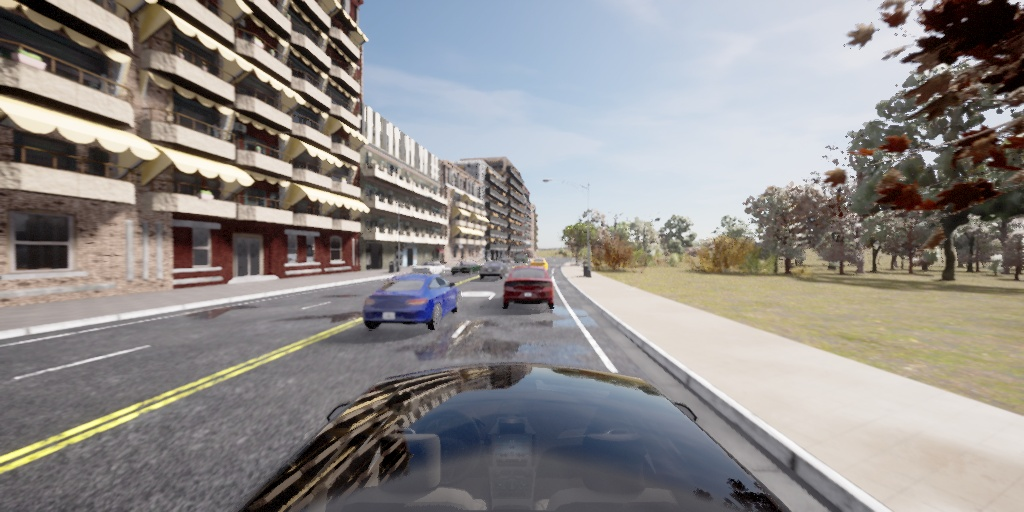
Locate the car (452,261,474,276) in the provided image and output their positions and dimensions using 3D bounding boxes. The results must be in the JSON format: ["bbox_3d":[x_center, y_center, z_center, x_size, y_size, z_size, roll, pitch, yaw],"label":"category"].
[{"bbox_3d":[-4.399,1.159,34.174,1.895,1.301,4.718,0,0,6],"label":"car"}]

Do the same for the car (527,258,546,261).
[{"bbox_3d":[3.053,0.994,40.461,1.882,1.535,5.008,0,0,7],"label":"car"}]

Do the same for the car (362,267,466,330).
[{"bbox_3d":[-2.788,1.219,10.742,1.812,1.442,4.674,0,1,3],"label":"car"}]

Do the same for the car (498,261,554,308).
[{"bbox_3d":[0.697,1.141,14.750,1.882,1.535,5.008,0,1,3],"label":"car"}]

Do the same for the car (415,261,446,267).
[{"bbox_3d":[-7.734,1.167,33.561,1.895,1.301,4.718,0,0,6],"label":"car"}]

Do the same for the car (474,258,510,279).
[{"bbox_3d":[-1.418,1.128,29.541,2.033,1.411,5.357,0,0,6],"label":"car"}]
